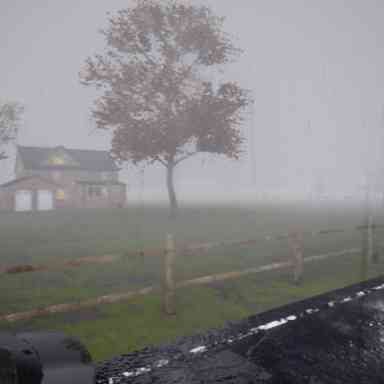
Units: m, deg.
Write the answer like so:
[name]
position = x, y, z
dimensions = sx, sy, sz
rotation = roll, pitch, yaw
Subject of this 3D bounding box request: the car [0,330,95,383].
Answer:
[car]
position = -2.736, 1.509, 1.110
dimensions = 4.892, 1.490, 1.837
rotation = 0, 0, -36
